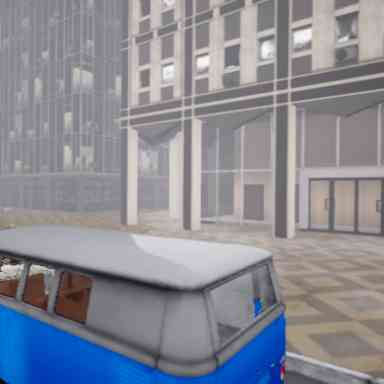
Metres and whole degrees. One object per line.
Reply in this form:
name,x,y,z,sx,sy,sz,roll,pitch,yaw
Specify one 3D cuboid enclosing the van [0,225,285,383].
van,-1.024,1.336,3.590,3.998,1.788,1.690,0,1,35
